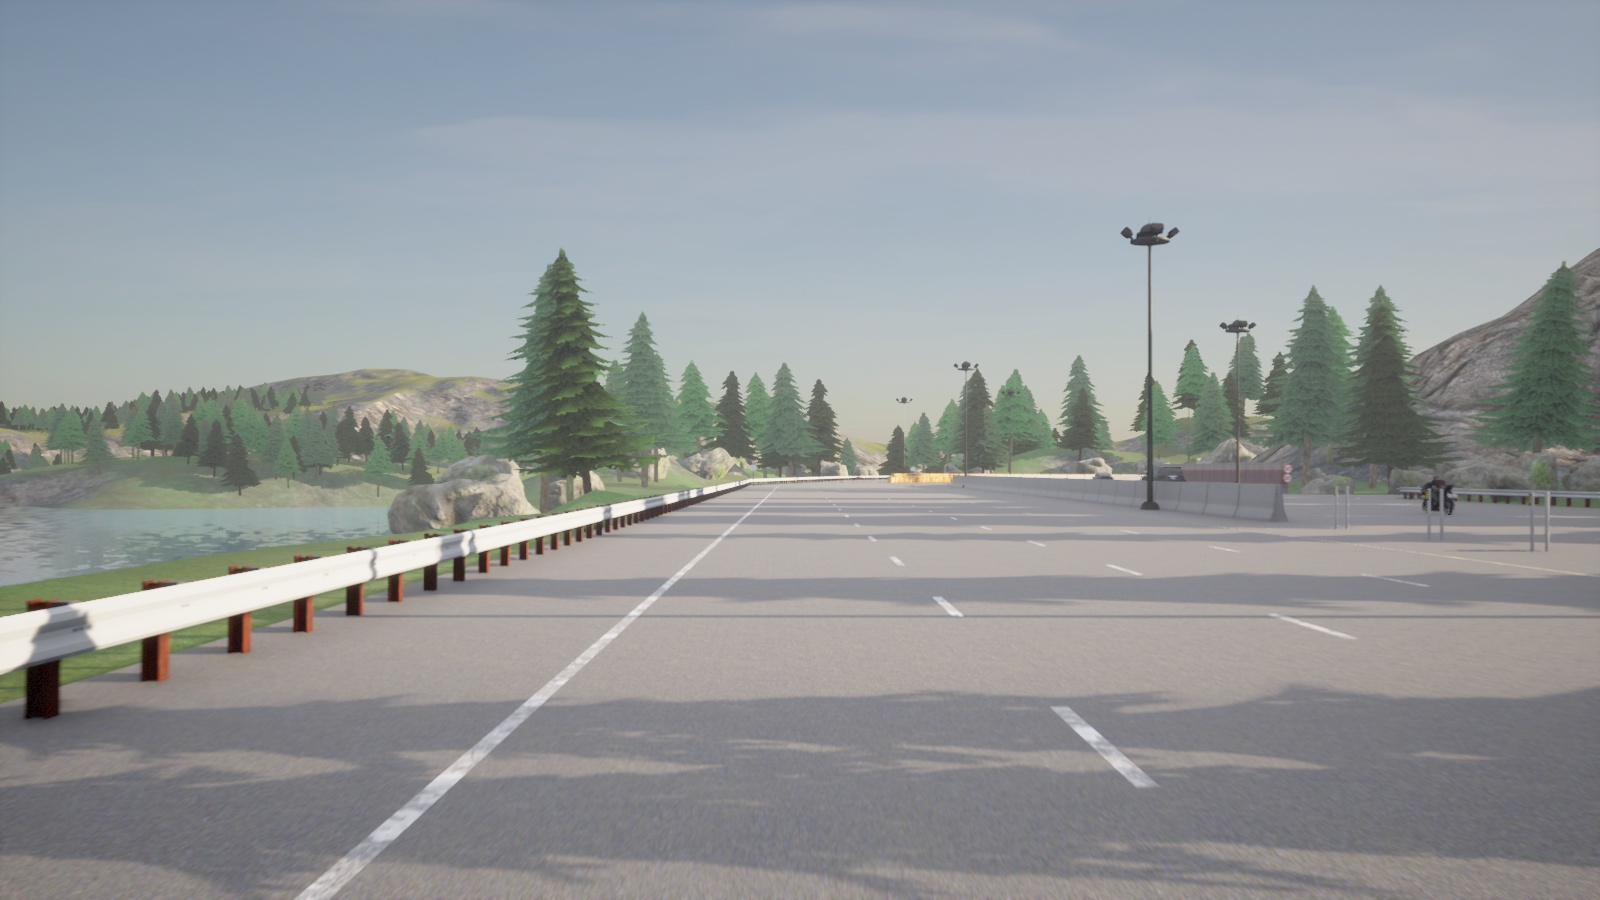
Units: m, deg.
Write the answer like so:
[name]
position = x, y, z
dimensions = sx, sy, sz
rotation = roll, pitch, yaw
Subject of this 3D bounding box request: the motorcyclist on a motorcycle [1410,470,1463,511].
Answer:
[motorcyclist on a motorcycle]
position = 24.323, 1.550, 48.026
dimensions = 0.866, 1.530, 2.191
rotation = 0, -1, -1
